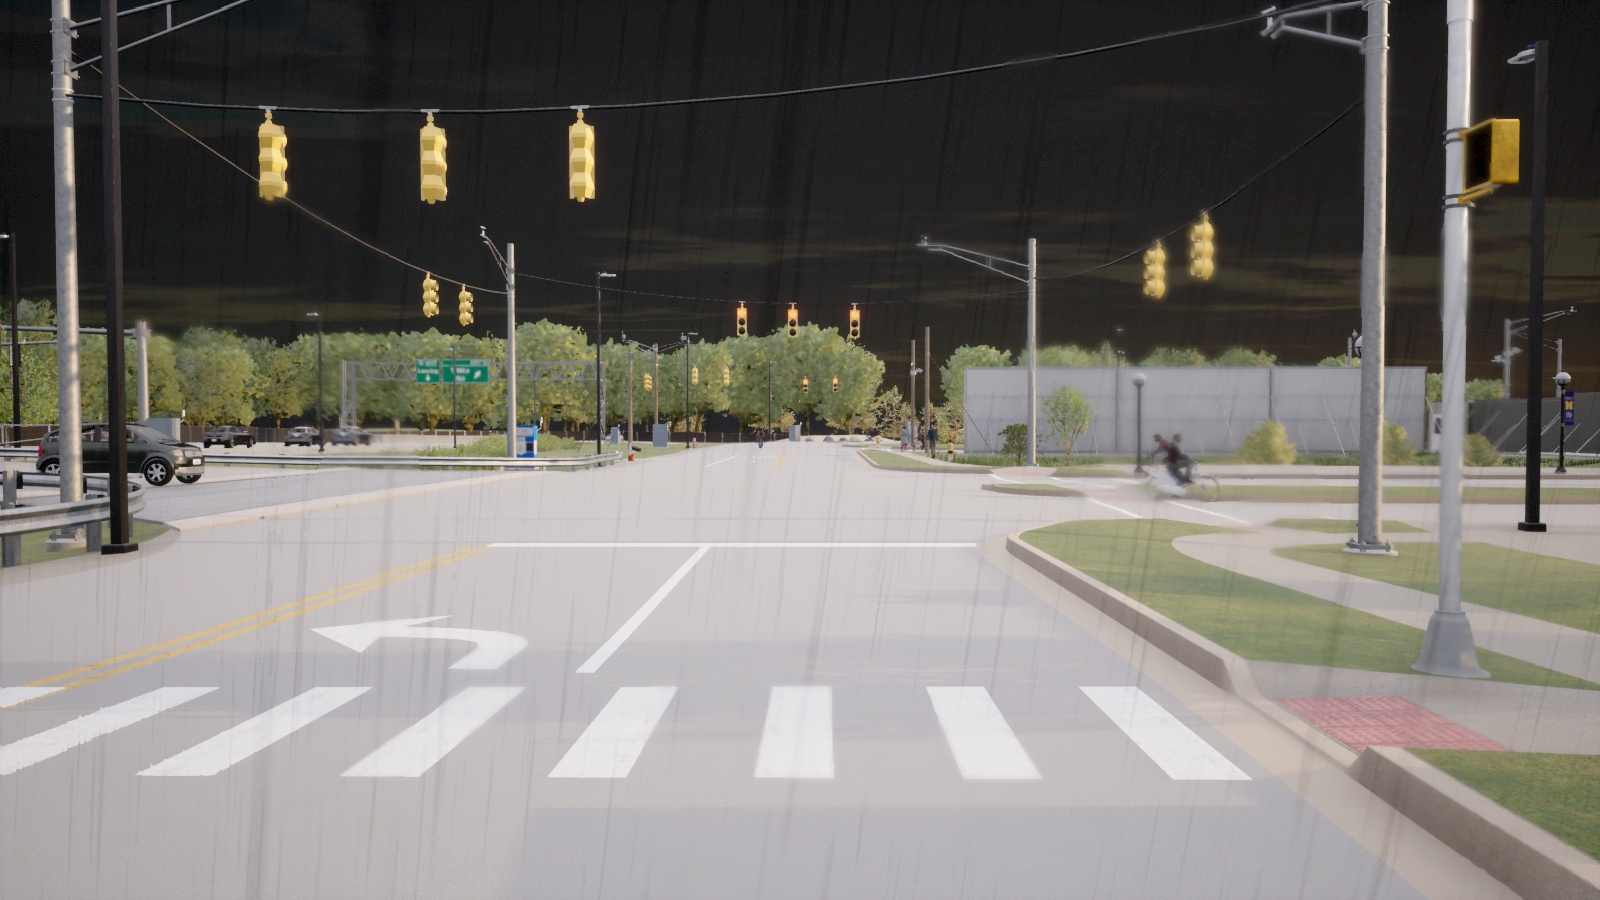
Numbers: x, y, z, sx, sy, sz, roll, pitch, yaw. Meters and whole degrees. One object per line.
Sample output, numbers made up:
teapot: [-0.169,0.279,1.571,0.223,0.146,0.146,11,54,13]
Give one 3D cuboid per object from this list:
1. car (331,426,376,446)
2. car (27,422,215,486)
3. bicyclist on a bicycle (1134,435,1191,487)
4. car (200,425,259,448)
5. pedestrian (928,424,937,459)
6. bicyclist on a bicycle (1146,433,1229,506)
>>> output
car: [-33.265,-1.067,93.602,1.970,1.475,3.806,0,1,1]
car: [-16.831,0.079,31.250,3.705,1.549,1.789,0,1,1]
bicyclist on a bicycle: [11.428,0.330,39.639,1.656,1.620,0.582,1,1,11]
car: [-36.968,-0.895,81.474,1.816,1.474,4.193,0,1,1]
pedestrian: [7.014,-0.460,66.285,0.402,1.842,0.726,0,2,2]
bicyclist on a bicycle: [9.748,0.479,31.645,1.843,1.776,0.659,2,1,7]
